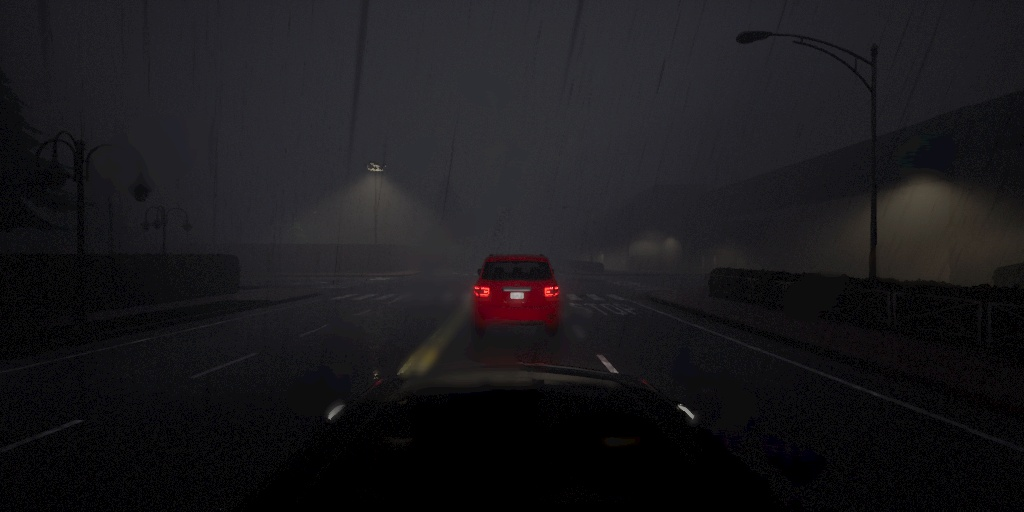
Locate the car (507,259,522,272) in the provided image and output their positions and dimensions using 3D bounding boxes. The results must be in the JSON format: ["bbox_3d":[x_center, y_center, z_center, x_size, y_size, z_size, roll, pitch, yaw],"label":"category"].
[{"bbox_3d":[0.354,1.228,46.395,1.882,1.535,5.008,0,0,1],"label":"car"}]

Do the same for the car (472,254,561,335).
[{"bbox_3d":[0.118,0.971,10.613,2.150,2.045,5.566,0,0,0],"label":"car"}]
